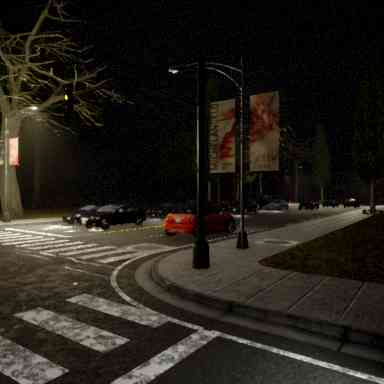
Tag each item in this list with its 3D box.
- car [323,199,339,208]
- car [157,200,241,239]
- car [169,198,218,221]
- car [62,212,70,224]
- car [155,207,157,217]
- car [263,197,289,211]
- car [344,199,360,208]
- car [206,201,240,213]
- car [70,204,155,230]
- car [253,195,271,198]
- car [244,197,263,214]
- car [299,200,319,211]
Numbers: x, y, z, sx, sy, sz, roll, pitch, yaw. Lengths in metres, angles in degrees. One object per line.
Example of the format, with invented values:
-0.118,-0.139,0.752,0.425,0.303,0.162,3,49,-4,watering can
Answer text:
23.486,1.916,56.362,1.812,1.442,4.674,0,-1,35,car
0.543,1.440,18.108,2.097,1.767,4.553,0,0,35,car
0.215,1.473,29.277,2.097,1.767,4.553,0,0,35,car
-7.245,1.637,24.341,1.994,1.385,4.181,0,0,36,car
-1.915,1.667,31.887,2.033,1.411,5.357,0,0,35,car
11.821,1.772,45.694,1.812,1.442,4.674,0,0,36,car
26.374,1.892,54.807,2.128,1.511,4.902,0,-1,35,car
3.814,1.776,40.035,1.895,1.301,4.718,0,0,35,car
-5.035,1.567,21.821,2.128,1.511,4.902,0,0,35,car
9.898,1.472,48.600,2.150,2.045,5.566,0,0,38,car
5.870,1.680,37.303,1.837,1.490,4.892,0,0,35,car
16.202,1.800,45.996,1.812,1.442,4.674,0,0,35,car
